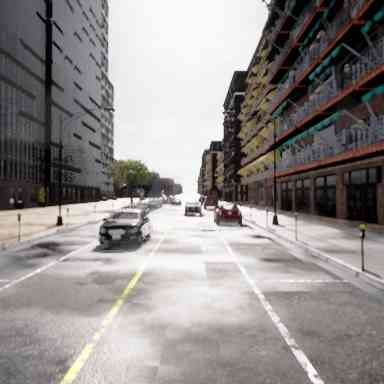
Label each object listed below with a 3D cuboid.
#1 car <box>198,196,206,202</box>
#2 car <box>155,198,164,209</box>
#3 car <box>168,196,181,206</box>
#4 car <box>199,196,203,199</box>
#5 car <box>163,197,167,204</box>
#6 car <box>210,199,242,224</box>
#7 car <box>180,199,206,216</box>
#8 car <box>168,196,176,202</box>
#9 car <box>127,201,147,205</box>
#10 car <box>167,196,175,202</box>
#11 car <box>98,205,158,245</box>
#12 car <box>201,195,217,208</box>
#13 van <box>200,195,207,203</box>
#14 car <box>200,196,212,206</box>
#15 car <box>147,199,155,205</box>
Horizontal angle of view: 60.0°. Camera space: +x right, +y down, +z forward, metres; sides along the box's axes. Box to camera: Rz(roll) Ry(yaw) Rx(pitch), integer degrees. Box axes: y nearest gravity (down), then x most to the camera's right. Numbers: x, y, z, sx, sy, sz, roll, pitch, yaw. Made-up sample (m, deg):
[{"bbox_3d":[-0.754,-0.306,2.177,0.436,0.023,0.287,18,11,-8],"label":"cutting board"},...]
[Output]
[{"bbox_3d":[2.776,1.988,93.617,1.887,1.381,4.507,1,0,0],"label":"car"},{"bbox_3d":[-5.642,1.808,48.424,2.008,1.369,4.403,1,0,0],"label":"car"},{"bbox_3d":[-2.952,1.888,62.759,1.994,1.385,4.181,0,0,0],"label":"car"},{"bbox_3d":[0.101,1.739,46.335,2.128,1.511,4.902,0,0,1],"label":"car"},{"bbox_3d":[-5.638,1.833,54.070,2.008,1.369,4.403,1,0,0],"label":"car"},{"bbox_3d":[2.721,1.585,25.863,1.967,1.590,4.097,1,0,0],"label":"car"},{"bbox_3d":[0.123,1.744,35.790,2.033,1.411,5.357,0,0,0],"label":"car"},{"bbox_3d":[-5.570,1.882,93.592,1.967,1.590,4.097,1,0,0],"label":"car"},{"bbox_3d":[-5.656,1.698,31.315,1.752,1.417,4.829,1,0,0],"label":"car"},{"bbox_3d":[-5.581,1.862,87.945,1.967,1.590,4.097,1,0,0],"label":"car"},{"bbox_3d":[-3.087,1.583,16.043,2.128,1.511,4.902,0,0,0],"label":"car"},{"bbox_3d":[2.741,1.573,48.447,2.192,1.841,5.009,1,0,0],"label":"car"},{"bbox_3d":[2.769,1.743,82.324,1.690,1.788,3.998,1,0,0],"label":"van"},{"bbox_3d":[2.755,1.648,65.385,2.192,1.841,5.009,1,0,0],"label":"car"},{"bbox_3d":[-5.652,1.753,37.132,2.008,1.369,4.403,1,0,0],"label":"car"}]
